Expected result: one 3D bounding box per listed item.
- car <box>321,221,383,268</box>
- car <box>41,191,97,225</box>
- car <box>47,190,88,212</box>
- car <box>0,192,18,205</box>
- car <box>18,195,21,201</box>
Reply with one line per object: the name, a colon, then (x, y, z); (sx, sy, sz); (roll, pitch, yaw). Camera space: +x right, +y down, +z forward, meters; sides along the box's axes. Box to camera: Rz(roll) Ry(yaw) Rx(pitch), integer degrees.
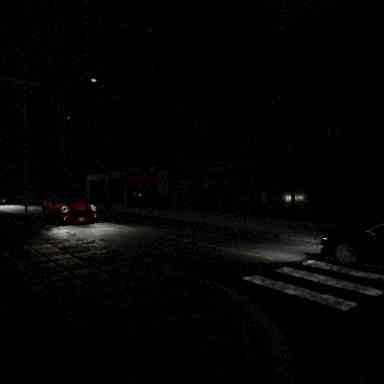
car: (5.595, 1.255, 8.026); (1.837, 1.490, 4.892); (-1, 2, -38)
car: (-7.341, 0.879, 19.741); (2.097, 1.767, 4.553); (-1, 2, -38)
car: (-11.049, 0.697, 29.251); (2.097, 1.767, 4.553); (-1, 2, -38)
car: (-22.599, 0.738, 39.348); (2.128, 1.511, 4.902); (-1, 1, -38)
car: (-26.964, 0.763, 49.564); (1.895, 1.301, 4.718); (-1, 1, -38)
